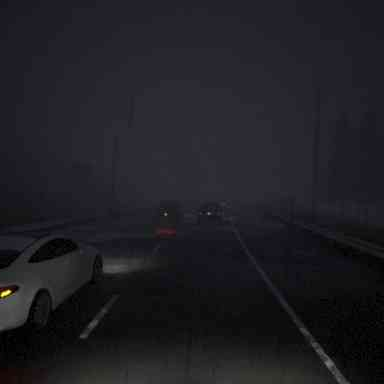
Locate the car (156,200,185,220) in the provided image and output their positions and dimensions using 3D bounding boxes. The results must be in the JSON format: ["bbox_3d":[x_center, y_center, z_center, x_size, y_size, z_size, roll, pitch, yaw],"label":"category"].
[{"bbox_3d":[-1.789,1.490,28.356,1.837,1.490,4.892,0,0,6],"label":"car"}]

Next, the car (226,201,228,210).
[{"bbox_3d":[3.639,1.585,42.699,1.895,1.301,4.718,0,0,9],"label":"car"}]

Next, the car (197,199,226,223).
[{"bbox_3d":[1.417,1.537,25.459,2.033,1.411,5.357,0,0,6],"label":"car"}]

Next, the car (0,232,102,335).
[{"bbox_3d":[-3.243,1.519,6.600,1.812,1.442,4.674,0,0,2],"label":"car"}]
